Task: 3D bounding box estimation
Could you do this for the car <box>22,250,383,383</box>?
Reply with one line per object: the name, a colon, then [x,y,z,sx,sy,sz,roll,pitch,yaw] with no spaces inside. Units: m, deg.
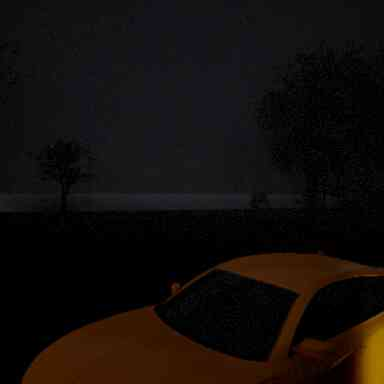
car: [0.909,1.487,3.605,5.008,1.535,1.882,0,0,-36]
